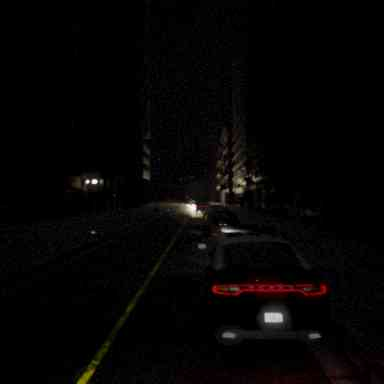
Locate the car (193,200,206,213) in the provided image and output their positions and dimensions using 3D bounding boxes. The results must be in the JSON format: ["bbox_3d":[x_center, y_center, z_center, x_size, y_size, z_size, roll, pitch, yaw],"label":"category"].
[{"bbox_3d":[1.408,2.031,44.915,1.837,1.490,4.892,0,-1,2],"label":"car"}]

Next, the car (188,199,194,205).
[{"bbox_3d":[-0.142,2.759,93.834,1.837,1.490,4.892,0,-1,2],"label":"car"}]

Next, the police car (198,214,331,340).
[{"bbox_3d":[1.162,1.498,7.019,1.930,1.638,5.238,0,-1,2],"label":"police car"}]

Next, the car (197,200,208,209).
[{"bbox_3d":[1.802,2.184,58.492,1.882,1.535,5.008,0,-1,2],"label":"car"}]

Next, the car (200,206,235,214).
[{"bbox_3d":[1.459,1.690,16.904,1.837,1.490,4.892,0,-1,2],"label":"car"}]

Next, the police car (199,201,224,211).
[{"bbox_3d":[1.640,1.681,23.012,1.930,1.638,5.238,0,-1,2],"label":"police car"}]
